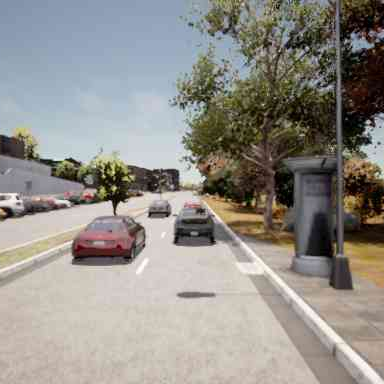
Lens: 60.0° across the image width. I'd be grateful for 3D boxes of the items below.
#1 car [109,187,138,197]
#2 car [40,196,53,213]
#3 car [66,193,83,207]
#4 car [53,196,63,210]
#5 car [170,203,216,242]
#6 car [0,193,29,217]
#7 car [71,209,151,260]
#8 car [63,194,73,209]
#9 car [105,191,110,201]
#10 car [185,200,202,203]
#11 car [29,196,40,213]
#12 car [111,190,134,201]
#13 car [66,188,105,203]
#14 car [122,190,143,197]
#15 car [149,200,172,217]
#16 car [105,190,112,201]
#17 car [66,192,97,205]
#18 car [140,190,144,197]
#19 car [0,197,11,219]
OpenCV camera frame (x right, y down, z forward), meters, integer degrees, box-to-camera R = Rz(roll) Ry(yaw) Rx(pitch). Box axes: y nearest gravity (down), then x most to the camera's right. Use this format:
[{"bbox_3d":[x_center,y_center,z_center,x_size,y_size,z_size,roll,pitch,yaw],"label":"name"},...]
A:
[{"bbox_3d":[-16.832,0.503,81.316,5.566,2.045,2.435,-1,1,-20],"label":"car"},{"bbox_3d":[-16.832,1.398,33.323,4.674,1.452,2.002,-1,0,-20],"label":"car"},{"bbox_3d":[-16.818,1.229,42.321,5.008,1.535,2.097,-1,1,-20],"label":"car"},{"bbox_3d":[-16.861,1.191,36.309,4.553,1.767,2.185,-1,1,-20],"label":"car"},{"bbox_3d":[0.098,1.497,16.437,1.837,1.490,4.892,0,0,0],"label":"car"},{"bbox_3d":[-16.862,1.168,27.296,5.566,2.045,2.435,-1,1,-20],"label":"car"},{"bbox_3d":[-2.902,1.563,12.391,1.994,1.385,4.181,0,0,0],"label":"car"},{"bbox_3d":[-16.829,1.314,39.322,4.674,1.452,2.002,-1,1,-20],"label":"car"},{"bbox_3d":[-16.645,1.037,54.392,5.366,1.575,1.946,-1,1,-20],"label":"car"},{"bbox_3d":[0.096,1.454,34.393,1.895,1.301,4.718,0,1,0],"label":"car"},{"bbox_3d":[-16.857,1.419,30.298,4.792,1.488,2.163,-1,1,-20],"label":"car"},{"bbox_3d":[-16.831,0.808,78.314,4.792,1.488,2.163,-1,1,-20],"label":"car"},{"bbox_3d":[-16.800,0.837,51.337,5.566,2.045,2.435,-1,1,-20],"label":"car"},{"bbox_3d":[-16.733,0.408,93.365,5.566,2.045,2.435,-1,0,-20],"label":"car"},{"bbox_3d":[-2.904,1.444,30.562,2.033,1.411,5.357,0,1,0],"label":"car"},{"bbox_3d":[-16.991,1.003,57.258,5.366,1.575,1.946,-1,1,-20],"label":"car"},{"bbox_3d":[-16.796,1.163,48.338,4.792,1.488,2.163,-1,1,-20],"label":"car"},{"bbox_3d":[-16.805,0.432,90.329,5.566,2.045,2.435,-1,1,-20],"label":"car"},{"bbox_3d":[-16.663,1.437,24.371,5.366,1.575,1.946,-1,0,-20],"label":"car"}]
